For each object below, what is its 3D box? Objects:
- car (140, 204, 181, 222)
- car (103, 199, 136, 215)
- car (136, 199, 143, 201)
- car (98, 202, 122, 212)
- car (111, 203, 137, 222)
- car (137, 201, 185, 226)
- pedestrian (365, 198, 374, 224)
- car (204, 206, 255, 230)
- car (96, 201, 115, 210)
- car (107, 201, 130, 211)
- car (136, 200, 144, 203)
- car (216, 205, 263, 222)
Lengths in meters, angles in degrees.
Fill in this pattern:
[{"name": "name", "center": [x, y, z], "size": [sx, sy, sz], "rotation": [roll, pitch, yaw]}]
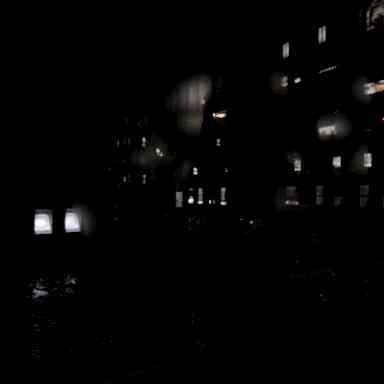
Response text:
[{"name": "car", "center": [-3.043, 1.906, 31.017], "size": [1.994, 1.385, 4.181], "rotation": [0, -1, -35]}, {"name": "car", "center": [-8.832, 1.818, 39.290], "size": [2.097, 1.767, 4.553], "rotation": [0, -1, -35]}, {"name": "car", "center": [-8.576, 1.888, 48.311], "size": [2.192, 1.841, 5.009], "rotation": [-1, 0, -35]}, {"name": "car", "center": [-12.060, 2.196, 48.917], "size": [1.895, 1.301, 4.718], "rotation": [0, -1, -34]}, {"name": "car", "center": [-5.447, 1.924, 30.141], "size": [1.802, 1.307, 4.206], "rotation": [-1, 0, -35]}, {"name": "car", "center": [-2.261, 1.714, 25.599], "size": [1.967, 1.590, 4.097], "rotation": [-1, 0, -35]}, {"name": "pedestrian", "center": [12.508, 1.325, 23.420], "size": [0.375, 1.860, 0.375], "rotation": [-1, 0, -35]}, {"name": "car", "center": [2.670, 1.784, 22.881], "size": [1.994, 1.385, 4.181], "rotation": [0, -1, -35]}, {"name": "car", "center": [-14.947, 2.291, 57.393], "size": [1.802, 1.307, 4.206], "rotation": [-1, 0, -35]}, {"name": "car", "center": [-11.760, 2.192, 52.851], "size": [2.008, 1.369, 4.403], "rotation": [-1, 0, -35]}, {"name": "car", "center": [-5.384, 2.071, 43.768], "size": [1.947, 1.339, 4.313], "rotation": [-1, 0, -35]}, {"name": "car", "center": [4.182, 1.883, 30.147], "size": [1.802, 1.307, 4.206], "rotation": [-1, 0, -35]}]
